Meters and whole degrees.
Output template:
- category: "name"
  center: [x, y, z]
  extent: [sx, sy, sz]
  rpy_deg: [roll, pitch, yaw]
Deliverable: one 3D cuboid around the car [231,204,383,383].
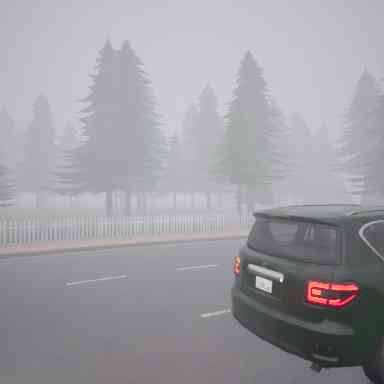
- category: "car"
  center: [3.259, 1.222, 5.320]
  extent: [5.566, 2.045, 2.150]
  rpy_deg: [0, 0, -28]
